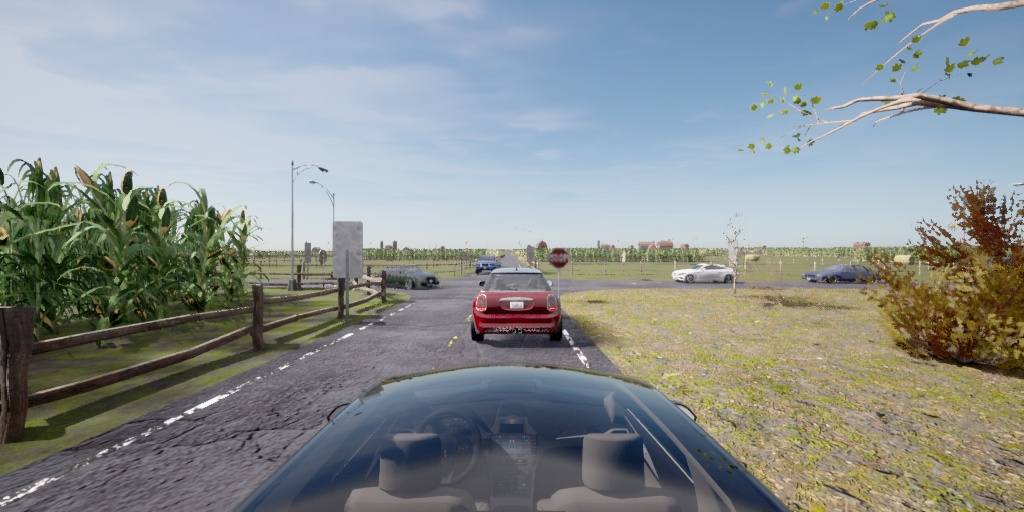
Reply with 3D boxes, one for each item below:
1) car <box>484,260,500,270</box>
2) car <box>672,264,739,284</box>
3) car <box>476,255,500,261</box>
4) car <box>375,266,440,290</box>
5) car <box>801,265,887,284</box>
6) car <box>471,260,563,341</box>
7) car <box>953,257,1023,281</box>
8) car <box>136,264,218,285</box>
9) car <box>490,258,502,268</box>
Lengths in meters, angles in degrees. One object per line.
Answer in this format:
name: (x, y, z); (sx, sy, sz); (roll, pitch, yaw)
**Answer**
car: (-2.772, 1.244, 50.668); (1.994, 1.385, 4.181); (0, 0, 0)
car: (14.541, 1.298, 27.057); (4.674, 1.442, 1.812); (0, 0, 0)
car: (-2.821, 0.927, 40.742); (2.150, 2.045, 5.566); (0, 0, 1)
car: (-6.484, 1.296, 22.127); (4.181, 1.385, 1.994); (0, 0, 30)
car: (25.088, 1.350, 27.069); (5.357, 1.411, 2.033); (0, 0, 0)
car: (0.110, 1.100, 10.017); (2.097, 1.767, 4.553); (0, 0, 0)
car: (36.905, 1.060, 27.063); (5.566, 2.045, 2.150); (0, 0, 0)
car: (-22.994, 1.219, 24.062); (5.357, 1.411, 2.033); (0, 0, 0)
car: (-2.726, 1.151, 61.054); (1.837, 1.490, 4.892); (0, 0, 1)
